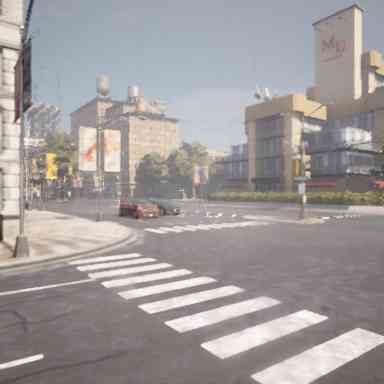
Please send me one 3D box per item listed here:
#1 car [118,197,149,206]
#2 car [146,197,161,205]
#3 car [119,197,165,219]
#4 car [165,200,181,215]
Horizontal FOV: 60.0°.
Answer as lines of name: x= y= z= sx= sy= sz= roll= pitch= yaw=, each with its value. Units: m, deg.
car: x=-9.927 y=1.559 z=55.997 sx=5.357 sy=1.411 sz=2.033 roll=0 pitch=0 yaw=39
car: x=-6.808 y=1.614 z=58.762 sx=1.895 sy=1.301 sz=4.718 roll=0 pitch=0 yaw=-15
car: x=-4.718 y=1.359 z=29.492 sx=2.097 sy=1.767 sz=4.553 roll=0 pitch=0 yaw=-36
car: x=-2.924 y=1.513 z=32.996 sx=1.837 sy=1.490 sz=4.892 roll=0 pitch=0 yaw=-35
